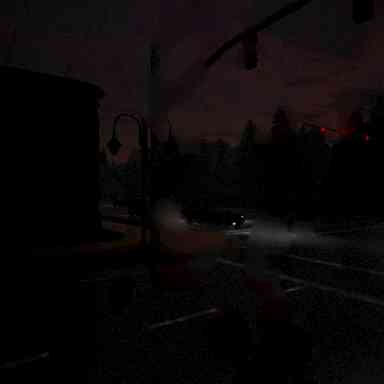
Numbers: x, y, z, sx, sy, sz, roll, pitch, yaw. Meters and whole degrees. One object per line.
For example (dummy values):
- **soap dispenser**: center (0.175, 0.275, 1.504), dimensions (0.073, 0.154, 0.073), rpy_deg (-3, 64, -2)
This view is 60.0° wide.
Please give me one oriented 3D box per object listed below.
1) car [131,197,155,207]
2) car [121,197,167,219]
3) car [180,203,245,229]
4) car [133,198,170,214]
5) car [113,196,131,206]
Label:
- **car**: center (-7.998, 1.507, 53.760), dimensions (1.837, 1.490, 4.892), rpy_deg (0, 0, -35)
- **car**: center (-4.054, 1.493, 29.512), dimensions (2.128, 1.511, 4.902), rpy_deg (0, 0, -35)
- **car**: center (1.286, 1.602, 21.874), dimensions (1.895, 1.301, 4.718), rpy_deg (0, 0, -35)
- **car**: center (-4.533, 1.479, 36.336), dimensions (1.882, 1.535, 5.008), rpy_deg (0, 0, -34)
- **car**: center (-10.562, 1.354, 51.315), dimensions (2.097, 1.767, 4.553), rpy_deg (0, 0, -35)
